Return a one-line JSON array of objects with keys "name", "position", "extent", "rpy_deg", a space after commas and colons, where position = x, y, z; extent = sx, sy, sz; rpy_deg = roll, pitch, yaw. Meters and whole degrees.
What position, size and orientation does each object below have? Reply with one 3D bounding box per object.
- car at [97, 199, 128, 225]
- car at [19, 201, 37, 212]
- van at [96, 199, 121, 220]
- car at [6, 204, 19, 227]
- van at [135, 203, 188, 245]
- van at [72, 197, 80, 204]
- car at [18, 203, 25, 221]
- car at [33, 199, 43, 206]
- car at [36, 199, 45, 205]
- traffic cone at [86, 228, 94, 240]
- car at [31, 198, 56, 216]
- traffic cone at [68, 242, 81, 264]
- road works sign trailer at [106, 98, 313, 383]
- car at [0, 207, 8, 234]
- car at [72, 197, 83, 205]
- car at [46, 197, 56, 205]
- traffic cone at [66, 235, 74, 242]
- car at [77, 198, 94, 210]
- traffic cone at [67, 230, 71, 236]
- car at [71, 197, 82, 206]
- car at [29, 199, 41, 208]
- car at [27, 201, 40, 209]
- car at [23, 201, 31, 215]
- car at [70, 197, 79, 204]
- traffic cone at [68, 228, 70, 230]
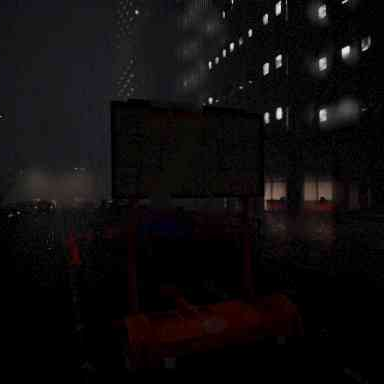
[{"name": "car", "position": [-5.885, 1.528, 26.456], "extent": [2.192, 1.841, 5.009], "rpy_deg": [-1, 0, -22]}, {"name": "car", "position": [-24.371, 2.108, 49.602], "extent": [2.008, 1.369, 4.403], "rpy_deg": [-1, 0, -22]}, {"name": "van", "position": [-8.030, 1.608, 31.719], "extent": [1.690, 1.788, 3.998], "rpy_deg": [-1, 0, -22]}, {"name": "car", "position": [-13.640, 1.837, 23.290], "extent": [2.008, 1.369, 4.403], "rpy_deg": [-1, 0, -22]}, {"name": "van", "position": [-1.591, 1.445, 15.931], "extent": [1.690, 1.788, 3.998], "rpy_deg": [-1, 0, -22]}, {"name": "van", "position": [-29.495, 2.147, 84.344], "extent": [1.690, 1.788, 3.998], "rpy_deg": [-1, 0, -22]}, {"name": "car", "position": [-15.785, 1.923, 28.553], "extent": [1.802, 1.307, 4.206], "rpy_deg": [-1, 0, -22]}, {"name": "car", "position": [-35.040, 2.350, 75.758], "extent": [1.752, 1.417, 4.829], "rpy_deg": [-1, 0, -22]}, {"name": "car", "position": [-39.397, 2.499, 86.440], "extent": [1.947, 1.339, 4.313], "rpy_deg": [-1, 0, -22]}, {"name": "traffic cone", "position": [-5.207, 2.108, 16.984], "extent": [0.340, 0.580, 0.340], "rpy_deg": [-1, 0, -22]}, {"name": "car", "position": [-16.725, 1.755, 37.772], "extent": [2.097, 1.767, 4.553], "rpy_deg": [-1, 0, -22]}, {"name": "traffic cone", "position": [-3.867, 2.059, 11.051], "extent": [0.340, 0.580, 0.340], "rpy_deg": [-1, 0, -22]}, {"name": "road works sign trailer", "position": [-0.052, 0.491, 5.091], "extent": [2.380, 3.560, 2.880], "rpy_deg": [-1, 0, -22]}, {"name": "car", "position": [-11.492, 1.777, 18.028], "extent": [1.887, 1.381, 4.507], "rpy_deg": [-1, 0, -22]}, {"name": "car", "position": [-27.350, 2.067, 79.082], "extent": [2.192, 1.841, 5.009], "rpy_deg": [-1, 0, -22]}, {"name": "car", "position": [-33.052, 2.168, 78.023], "extent": [2.097, 1.767, 4.553], "rpy_deg": [-1, 0, -22]}, {"name": "traffic cone", "position": [-4.622, 2.079, 12.903], "extent": [0.340, 0.580, 0.340], "rpy_deg": [-1, 0, -22]}, {"name": "car", "position": [-16.612, 2.034, 52.768], "extent": [2.008, 1.369, 4.403], "rpy_deg": [-1, 0, -22]}, {"name": "traffic cone", "position": [-5.377, 2.098, 14.755], "extent": [0.340, 0.580, 0.340], "rpy_deg": [-1, 0, -22]}, {"name": "car", "position": [-25.203, 2.014, 73.819], "extent": [2.192, 1.841, 5.009], "rpy_deg": [-1, 0, -22]}, {"name": "car", "position": [-30.813, 2.159, 65.390], "extent": [1.967, 1.590, 4.097], "rpy_deg": [-1, 0, -22]}, {"name": "car", "position": [-28.664, 2.247, 60.127], "extent": [1.802, 1.307, 4.206], "rpy_deg": [-1, 0, -22]}, {"name": "car", "position": [-20.079, 2.000, 39.078], "extent": [2.008, 1.369, 4.403], "rpy_deg": [-1, 0, -22]}, {"name": "car", "position": [-31.639, 2.299, 89.606], "extent": [1.967, 1.590, 4.097], "rpy_deg": [-1, 0, -22]}, {"name": "traffic cone", "position": [-6.133, 2.117, 16.607], "extent": [0.340, 0.580, 0.340], "rpy_deg": [-1, 0, -22]}]
